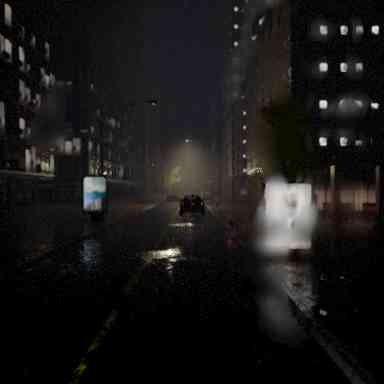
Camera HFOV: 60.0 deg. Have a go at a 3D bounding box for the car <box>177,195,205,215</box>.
[{"bbox_3d":[0.028,1.007,29.340,2.097,1.767,4.553,0,1,0],"label":"car"}]

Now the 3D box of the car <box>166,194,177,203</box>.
[{"bbox_3d":[-2.902,0.976,50.910,1.994,1.385,4.181,0,1,0],"label":"car"}]

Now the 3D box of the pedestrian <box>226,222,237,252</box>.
[{"bbox_3d":[1.423,1.530,11.630,0.500,1.100,0.500,0,1,-2],"label":"pedestrian"}]

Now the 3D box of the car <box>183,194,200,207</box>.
[{"bbox_3d":[-0.019,1.056,42.234,2.033,1.411,5.357,0,1,0],"label":"car"}]

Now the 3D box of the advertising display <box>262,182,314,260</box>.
[{"bbox_3d":[2.997,0.895,10.432,1.540,2.440,0.280,0,1,0],"label":"advertising display"}]
